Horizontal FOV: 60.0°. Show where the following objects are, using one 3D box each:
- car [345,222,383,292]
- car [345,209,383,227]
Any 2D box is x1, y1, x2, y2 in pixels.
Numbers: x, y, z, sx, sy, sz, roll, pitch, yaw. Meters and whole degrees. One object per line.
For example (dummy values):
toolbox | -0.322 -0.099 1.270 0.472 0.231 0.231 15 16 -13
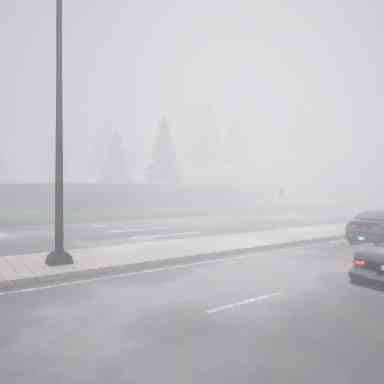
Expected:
car | 5.879 1.547 7.938 5.357 1.411 2.033 0 0 -35
car | 8.378 1.504 14.020 4.892 1.490 1.837 0 0 -35
